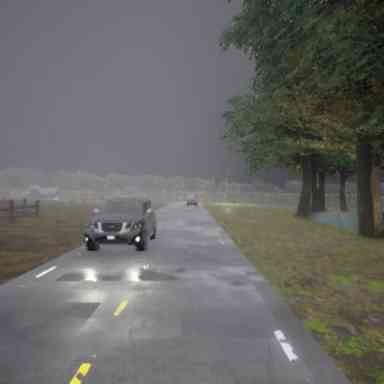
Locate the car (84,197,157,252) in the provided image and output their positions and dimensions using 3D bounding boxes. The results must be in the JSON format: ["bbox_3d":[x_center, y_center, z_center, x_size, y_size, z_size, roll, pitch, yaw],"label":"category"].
[{"bbox_3d":[-2.793,1.242,14.309,2.150,2.045,5.566,0,0,0],"label":"car"}]

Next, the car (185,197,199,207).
[{"bbox_3d":[0.008,1.657,53.823,1.837,1.490,4.892,0,0,0],"label":"car"}]

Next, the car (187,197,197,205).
[{"bbox_3d":[0.010,1.698,64.238,1.882,1.535,5.008,0,-1,0],"label":"car"}]
